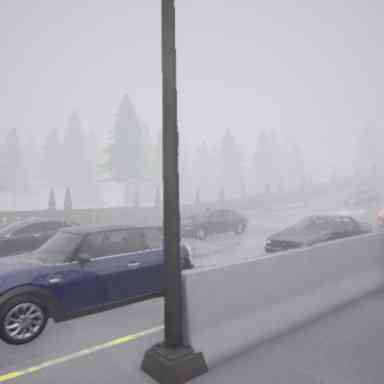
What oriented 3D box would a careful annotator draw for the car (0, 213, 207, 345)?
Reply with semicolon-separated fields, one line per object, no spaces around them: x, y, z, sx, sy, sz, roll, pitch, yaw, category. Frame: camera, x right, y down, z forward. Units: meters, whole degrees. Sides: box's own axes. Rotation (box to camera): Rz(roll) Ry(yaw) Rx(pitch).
-2.159;1.482;6.802;4.553;1.767;2.097;0;-1;-40;car

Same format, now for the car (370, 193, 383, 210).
12.298;1.025;18.747;4.553;1.767;2.097;-4;2;-39;car

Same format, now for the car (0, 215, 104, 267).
-6.071;1.781;12.647;4.892;1.490;1.837;0;-1;-40;car

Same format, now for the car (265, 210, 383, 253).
5.111;1.596;12.814;5.357;1.411;2.033;-1;0;-40;car

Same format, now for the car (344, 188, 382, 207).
15.848;0.467;30.701;4.902;1.511;2.128;-7;4;-39;car

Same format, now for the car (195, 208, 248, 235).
1.056;1.689;18.540;4.892;1.490;1.837;-2;0;-39;car
